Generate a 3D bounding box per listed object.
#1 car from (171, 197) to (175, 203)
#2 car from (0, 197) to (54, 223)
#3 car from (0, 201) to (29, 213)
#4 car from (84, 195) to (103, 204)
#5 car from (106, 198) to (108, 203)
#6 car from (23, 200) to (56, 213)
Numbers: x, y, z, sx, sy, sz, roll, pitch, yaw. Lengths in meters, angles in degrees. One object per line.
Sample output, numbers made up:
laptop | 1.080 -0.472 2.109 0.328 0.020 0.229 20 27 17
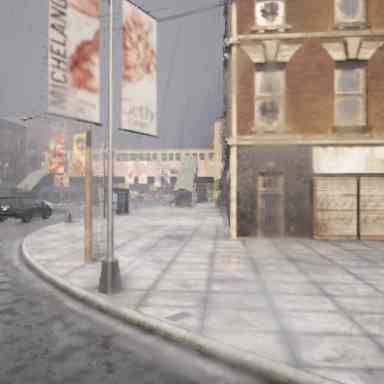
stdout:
car | -4.515 2.220 93.576 2.231 1.521 4.892 0 0 15
car | -13.806 1.397 27.542 2.150 2.045 5.566 0 0 2
car | -23.192 1.830 42.797 1.994 1.385 4.181 0 -1 6
car | -22.914 1.768 76.646 2.435 2.045 5.566 0 0 5
car | -22.249 2.195 84.009 1.895 1.301 4.718 0 0 5
car | -19.647 1.806 43.096 1.812 1.442 4.674 0 0 6
